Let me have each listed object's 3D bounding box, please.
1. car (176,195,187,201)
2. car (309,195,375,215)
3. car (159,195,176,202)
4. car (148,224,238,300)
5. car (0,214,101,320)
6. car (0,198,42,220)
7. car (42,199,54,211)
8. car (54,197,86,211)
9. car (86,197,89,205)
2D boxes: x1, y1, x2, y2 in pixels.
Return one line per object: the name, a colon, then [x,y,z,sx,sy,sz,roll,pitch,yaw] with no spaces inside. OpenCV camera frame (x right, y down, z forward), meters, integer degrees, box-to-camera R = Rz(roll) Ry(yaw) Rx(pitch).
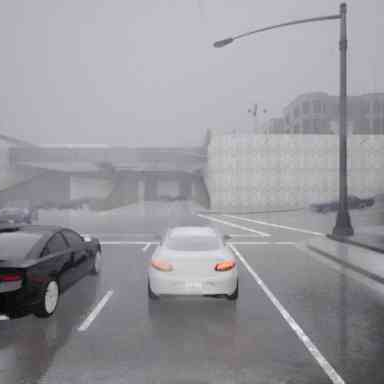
car: [-2.860,1.524,83.848,1.994,1.385,4.181,0,0,27]
car: [12.053,1.003,27.096,4.718,1.301,1.895,-6,0,-1]
car: [-5.344,1.527,74.324,1.994,1.385,4.181,0,0,5]
car: [0.018,1.523,8.239,1.812,1.442,4.674,0,0,0]
car: [-3.475,1.475,7.440,1.882,1.535,5.008,0,0,0]
car: [-12.446,1.344,23.879,2.097,1.767,4.553,0,0,-17]
car: [-18.615,1.533,41.767,2.033,1.411,5.357,0,0,-2]
car: [-15.094,1.549,41.323,1.994,1.385,4.181,0,0,-2]
car: [-19.149,1.527,58.908,2.033,1.411,5.357,0,0,-2]
